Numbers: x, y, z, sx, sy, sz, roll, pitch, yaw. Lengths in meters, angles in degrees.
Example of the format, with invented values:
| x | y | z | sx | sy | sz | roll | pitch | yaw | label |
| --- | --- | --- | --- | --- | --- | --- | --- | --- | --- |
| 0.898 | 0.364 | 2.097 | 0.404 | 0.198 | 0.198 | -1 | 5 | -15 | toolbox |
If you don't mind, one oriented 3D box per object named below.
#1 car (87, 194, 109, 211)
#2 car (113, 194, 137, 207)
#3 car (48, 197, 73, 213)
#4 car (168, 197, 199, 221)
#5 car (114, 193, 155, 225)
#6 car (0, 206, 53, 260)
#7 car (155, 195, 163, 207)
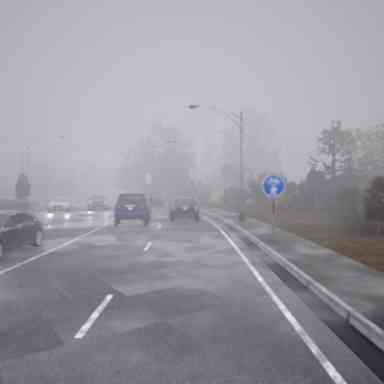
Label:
| x | y | z | sx | sy | sz | roll | pitch | yaw | label |
| --- | --- | --- | --- | --- | --- | --- | --- | --- | --- |
| -9.884 | 1.000 | 35.113 | 2.097 | 1.767 | 4.553 | 0 | 1 | -16 | car |
| -8.686 | 1.057 | 42.672 | 2.128 | 1.511 | 4.902 | 0 | 1 | -22 | car |
| -12.736 | 1.194 | 32.363 | 1.812 | 1.442 | 4.674 | 0 | 1 | -14 | car |
| -0.729 | 1.155 | 25.356 | 2.097 | 1.767 | 4.553 | 0 | 1 | -6 | car |
| -3.925 | 1.050 | 22.701 | 2.150 | 2.045 | 5.566 | 0 | 1 | -4 | car |
| -7.016 | 1.456 | 11.936 | 1.837 | 1.490 | 4.892 | 0 | 0 | 0 | car |
| -5.133 | 1.079 | 43.185 | 2.128 | 1.511 | 4.902 | 0 | 1 | -21 | car |
